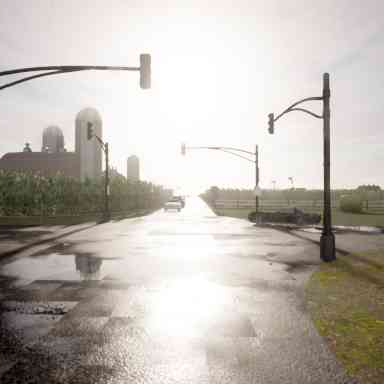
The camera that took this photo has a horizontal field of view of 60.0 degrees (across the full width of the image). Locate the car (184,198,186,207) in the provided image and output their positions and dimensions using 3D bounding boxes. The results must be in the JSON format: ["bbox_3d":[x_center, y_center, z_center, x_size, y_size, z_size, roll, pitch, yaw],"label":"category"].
[{"bbox_3d":[-2.177,1.406,49.987,2.097,1.767,4.553,0,0,1],"label":"car"}]

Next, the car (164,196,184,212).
[{"bbox_3d":[-2.271,1.565,40.160,1.812,1.442,4.674,0,0,1],"label":"car"}]

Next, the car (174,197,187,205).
[{"bbox_3d":[-2.060,1.621,60.168,2.033,1.411,5.357,0,0,1],"label":"car"}]

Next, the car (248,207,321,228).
[{"bbox_3d":[6.351,1.693,23.045,4.718,1.301,1.895,1,-2,27],"label":"car"}]
